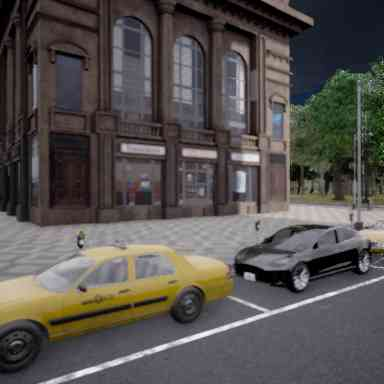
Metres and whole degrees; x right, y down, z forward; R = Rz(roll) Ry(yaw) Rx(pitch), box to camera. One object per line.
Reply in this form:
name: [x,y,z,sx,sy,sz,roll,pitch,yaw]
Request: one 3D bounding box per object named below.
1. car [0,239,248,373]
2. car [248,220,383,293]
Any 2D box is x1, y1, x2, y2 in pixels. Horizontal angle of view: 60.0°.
car: [-1.473,1.522,5.598,4.829,1.417,1.752,0,0,-36]
car: [3.091,1.549,8.855,4.313,1.339,1.947,0,0,-36]
